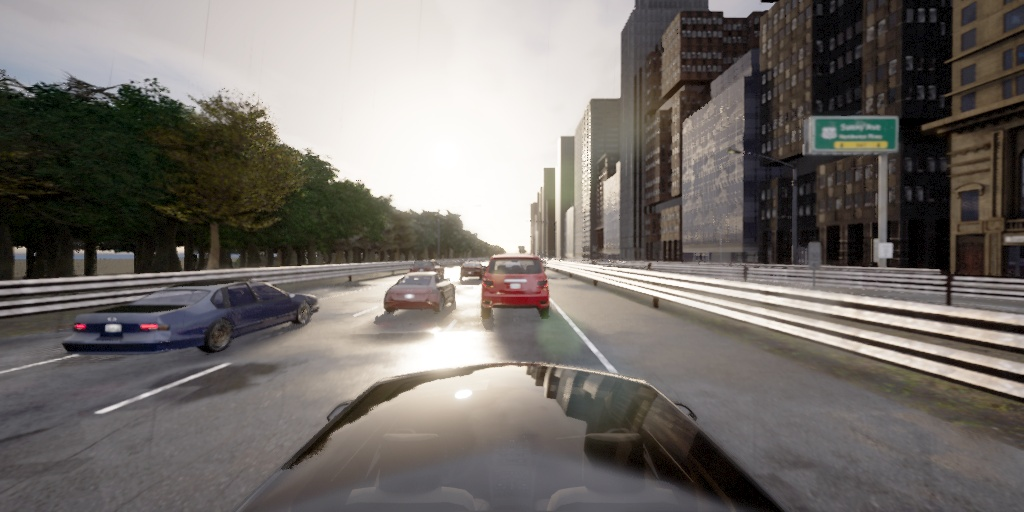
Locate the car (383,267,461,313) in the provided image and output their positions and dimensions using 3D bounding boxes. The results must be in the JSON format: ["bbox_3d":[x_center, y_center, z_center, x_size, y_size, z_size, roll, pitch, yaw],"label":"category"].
[{"bbox_3d":[-3.398,1.306,13.884,1.994,1.385,4.181,0,0,0],"label":"car"}]

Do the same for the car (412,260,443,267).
[{"bbox_3d":[-6.895,1.090,29.557,2.097,1.767,4.553,0,0,0],"label":"car"}]

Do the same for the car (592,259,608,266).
[{"bbox_3d":[12.361,1.247,51.664,2.033,1.649,4.856,0,0,-16],"label":"car"}]

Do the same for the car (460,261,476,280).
[{"bbox_3d":[-3.396,1.215,31.397,1.882,1.535,5.008,0,0,0],"label":"car"}]

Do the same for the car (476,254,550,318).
[{"bbox_3d":[0.102,0.964,13.088,2.150,2.045,5.566,0,0,0],"label":"car"}]

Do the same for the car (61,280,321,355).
[{"bbox_3d":[-6.897,1.292,8.712,2.033,1.411,5.357,0,0,0],"label":"car"}]
